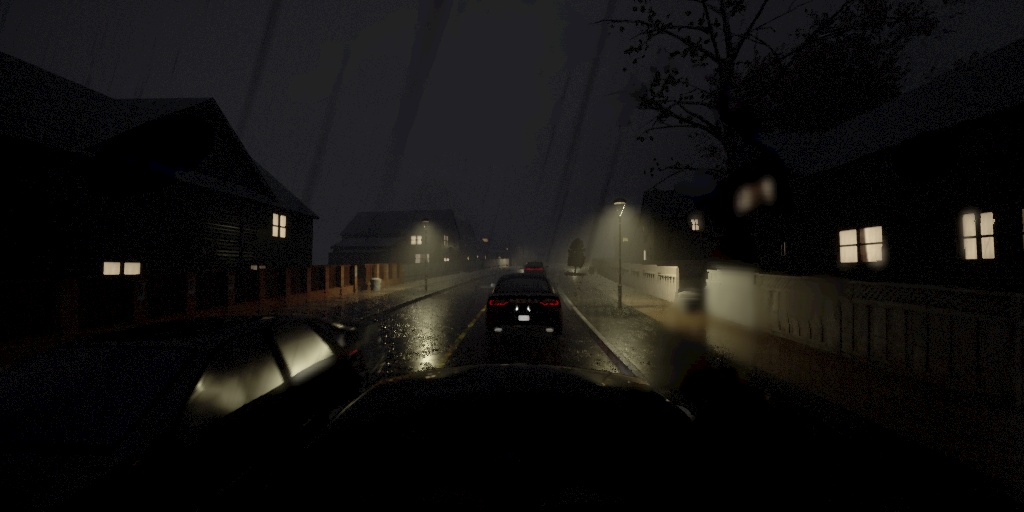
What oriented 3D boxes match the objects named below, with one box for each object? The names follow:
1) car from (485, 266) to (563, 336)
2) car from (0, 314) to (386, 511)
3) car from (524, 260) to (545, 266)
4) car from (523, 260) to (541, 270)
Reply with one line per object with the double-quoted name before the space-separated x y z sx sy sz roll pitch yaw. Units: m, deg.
"car" 0.345 1.231 10.477 1.882 1.535 5.008 0 0 2
"car" -2.812 1.299 3.088 2.033 1.411 5.357 0 0 1
"car" 2.101 1.248 31.436 1.837 1.490 4.892 0 0 7
"car" 3.047 1.309 53.765 1.994 1.385 4.181 -1 0 13
